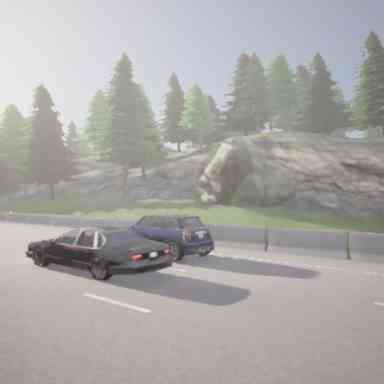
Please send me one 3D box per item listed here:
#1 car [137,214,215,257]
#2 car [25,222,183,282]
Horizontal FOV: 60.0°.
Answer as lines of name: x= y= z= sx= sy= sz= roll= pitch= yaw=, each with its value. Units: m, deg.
car: x=-1.402 y=1.676 z=13.685 sx=4.553 sy=1.767 sz=2.097 roll=0 pitch=-2 yaw=36
car: x=-3.106 y=1.777 z=10.596 sx=5.357 sy=1.411 sz=2.033 roll=0 pitch=-2 yaw=36
